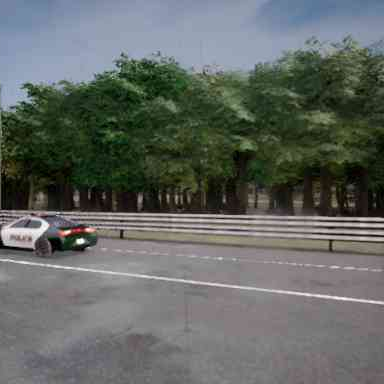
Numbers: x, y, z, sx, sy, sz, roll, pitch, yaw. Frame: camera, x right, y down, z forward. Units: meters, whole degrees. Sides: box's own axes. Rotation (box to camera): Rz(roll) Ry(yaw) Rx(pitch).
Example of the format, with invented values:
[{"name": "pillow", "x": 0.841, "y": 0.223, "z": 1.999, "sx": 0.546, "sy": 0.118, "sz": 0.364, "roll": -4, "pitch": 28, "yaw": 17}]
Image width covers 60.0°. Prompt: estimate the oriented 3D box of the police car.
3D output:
[{"name": "police car", "x": -6.304, "y": 1.671, "z": 13.472, "sx": 4.974, "sy": 1.542, "sz": 2.038, "roll": 0, "pitch": -1, "yaw": 27}]
